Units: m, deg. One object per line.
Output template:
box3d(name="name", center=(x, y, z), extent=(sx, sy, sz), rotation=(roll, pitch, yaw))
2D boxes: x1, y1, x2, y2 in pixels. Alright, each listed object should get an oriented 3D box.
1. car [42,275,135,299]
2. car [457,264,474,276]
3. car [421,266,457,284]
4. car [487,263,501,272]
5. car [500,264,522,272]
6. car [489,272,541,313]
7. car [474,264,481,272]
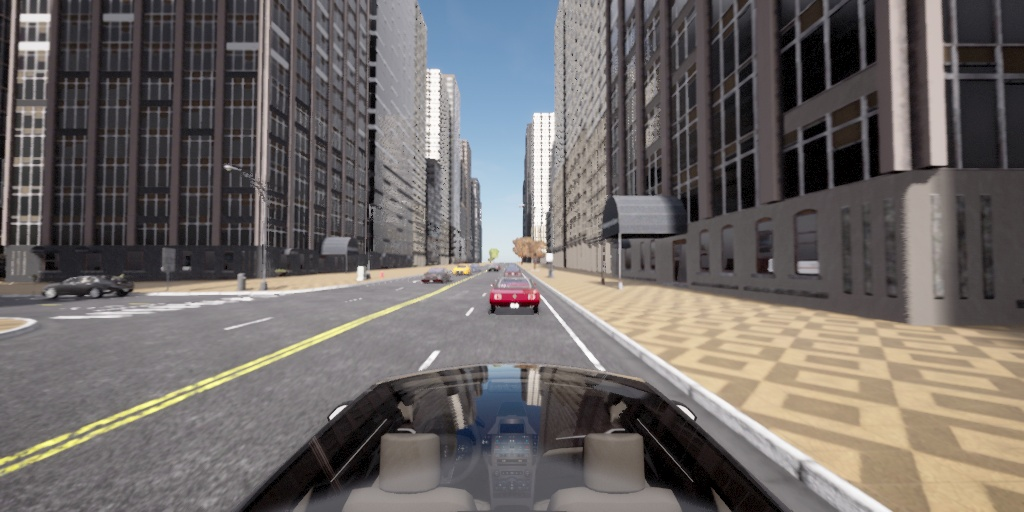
box3d(name="car", center=(-25.672, 1.846, 21.785), extent=(4.403, 1.370, 2.007), rotation=(0, 0, -1))
box3d(name="car", center=(-6.605, 1.850, 47.957), extent=(1.882, 1.535, 5.008), rotation=(0, -1, 0))
box3d(name="car", center=(-6.612, 1.705, 32.006), extent=(2.033, 1.411, 5.357), rotation=(0, -1, 0))
box3d(name="car", center=(-3.273, 2.176, 62.918), extent=(1.895, 1.301, 4.718), rotation=(0, -1, 0))
box3d(name="car", center=(0.087, 1.760, 36.073), extent=(2.033, 1.411, 5.357), rotation=(0, -1, 0))
box3d(name="car", center=(0.097, 1.530, 15.094), extent=(1.895, 1.301, 4.718), rotation=(0, -1, 0))
box3d(name="car", center=(-6.532, 2.139, 64.027), extent=(2.033, 1.411, 5.357), rotation=(0, -1, 0))
